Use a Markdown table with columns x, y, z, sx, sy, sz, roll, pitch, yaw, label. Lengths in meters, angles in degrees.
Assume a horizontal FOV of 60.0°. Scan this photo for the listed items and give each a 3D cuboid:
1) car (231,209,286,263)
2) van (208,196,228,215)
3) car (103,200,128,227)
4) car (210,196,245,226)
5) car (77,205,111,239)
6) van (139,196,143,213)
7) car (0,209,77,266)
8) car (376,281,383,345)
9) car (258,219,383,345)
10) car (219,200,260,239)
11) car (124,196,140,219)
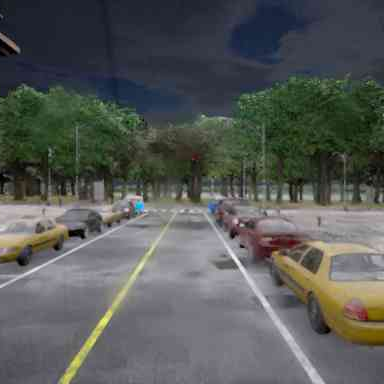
| x | y | z | sx | sy | sz | roll | pitch | yaw | label |
| --- | --- | --- | --- | --- | --- | --- | --- | --- | --- |
| 2.708 | 1.528 | 11.793 | 1.887 | 1.381 | 4.507 | 0 | 0 | 0 | car |
| 2.595 | 1.306 | 33.543 | 1.690 | 1.788 | 3.998 | 0 | 0 | 0 | van |
| -5.872 | 1.514 | 22.454 | 1.752 | 1.417 | 4.829 | 0 | 0 | 0 | car |
| 2.651 | 1.289 | 22.668 | 2.192 | 1.841 | 5.009 | 0 | 0 | 0 | car |
| -5.845 | 1.559 | 17.186 | 1.947 | 1.339 | 4.313 | 0 | 0 | 0 | car |
| -5.930 | 1.322 | 33.499 | 1.690 | 1.788 | 3.998 | 0 | 0 | 0 | van |
| -5.816 | 1.524 | 11.579 | 1.752 | 1.417 | 4.829 | 0 | 0 | 0 | car |
| 2.764 | 1.545 | 0.918 | 2.008 | 1.369 | 4.403 | 0 | 0 | 0 | car |
| 2.735 | 1.513 | 6.525 | 1.752 | 1.417 | 4.829 | 0 | 0 | 0 | car |
| 2.680 | 1.418 | 17.230 | 1.967 | 1.590 | 4.097 | 0 | 0 | 0 | car |
| -5.902 | 1.425 | 28.061 | 1.967 | 1.590 | 4.097 | 0 | 0 | 0 | car |
